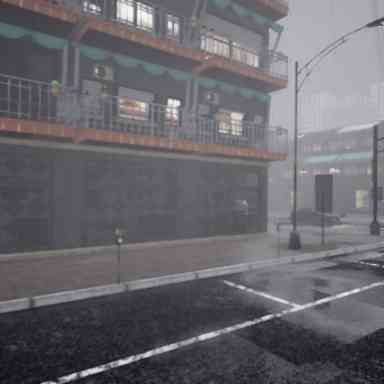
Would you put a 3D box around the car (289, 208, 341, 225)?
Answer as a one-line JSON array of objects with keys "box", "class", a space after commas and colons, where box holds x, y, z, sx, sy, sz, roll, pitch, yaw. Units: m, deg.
[{"box": [10.493, 2.051, 28.630, 1.994, 1.385, 4.181, 1, -1, -35], "class": "car"}]
